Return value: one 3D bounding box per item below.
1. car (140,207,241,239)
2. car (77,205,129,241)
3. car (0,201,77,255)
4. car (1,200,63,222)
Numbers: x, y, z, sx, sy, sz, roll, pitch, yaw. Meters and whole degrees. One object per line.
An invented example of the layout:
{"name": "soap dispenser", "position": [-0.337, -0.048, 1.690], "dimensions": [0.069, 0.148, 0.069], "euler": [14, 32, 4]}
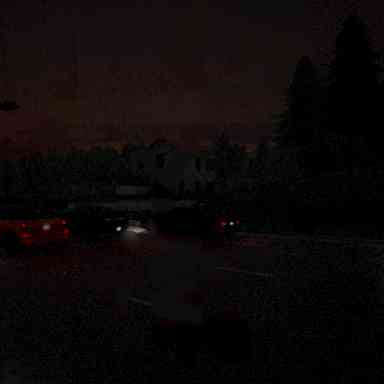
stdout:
{"name": "car", "position": [-0.189, 1.491, 16.948], "dimensions": [5.357, 1.411, 2.033], "euler": [0, 0, 36]}
{"name": "car", "position": [-5.231, 1.414, 16.278], "dimensions": [4.902, 1.511, 2.128], "euler": [1, 0, 36]}
{"name": "car", "position": [-6.959, 1.275, 13.208], "dimensions": [4.553, 1.767, 2.097], "euler": [0, 0, 36]}
{"name": "car", "position": [-12.413, 1.404, 25.663], "dimensions": [5.357, 1.411, 2.033], "euler": [0, 0, 36]}
